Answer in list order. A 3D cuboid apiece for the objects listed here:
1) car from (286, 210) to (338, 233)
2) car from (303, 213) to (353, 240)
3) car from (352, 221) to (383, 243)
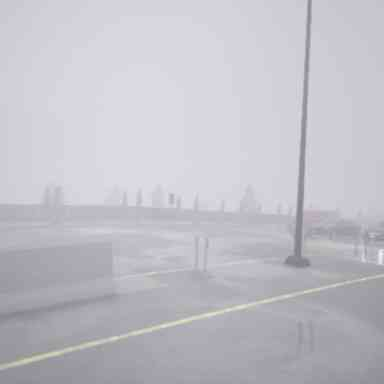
[{"bbox_3d":[10.573,2.570,28.729,5.566,2.045,2.150,5,-3,-35],"label":"car"},{"bbox_3d":[10.515,2.632,24.386,5.008,1.535,1.882,5,-3,-35],"label":"car"},{"bbox_3d":[13.123,2.700,21.947,4.902,1.511,2.128,5,-3,-35],"label":"car"}]
